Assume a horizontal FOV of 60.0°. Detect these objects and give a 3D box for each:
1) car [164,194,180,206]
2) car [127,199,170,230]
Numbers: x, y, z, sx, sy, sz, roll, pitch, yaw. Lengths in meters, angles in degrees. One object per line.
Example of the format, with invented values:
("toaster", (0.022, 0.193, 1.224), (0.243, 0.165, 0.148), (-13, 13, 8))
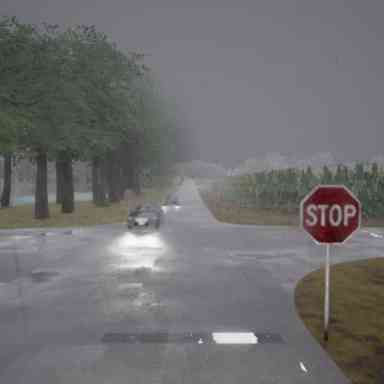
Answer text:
("car", (-2.752, 1.073, 45.816), (1.837, 1.490, 4.892), (0, 2, 0))
("car", (-2.752, 1.425, 20.582), (2.128, 1.511, 4.902), (0, 0, 0))
